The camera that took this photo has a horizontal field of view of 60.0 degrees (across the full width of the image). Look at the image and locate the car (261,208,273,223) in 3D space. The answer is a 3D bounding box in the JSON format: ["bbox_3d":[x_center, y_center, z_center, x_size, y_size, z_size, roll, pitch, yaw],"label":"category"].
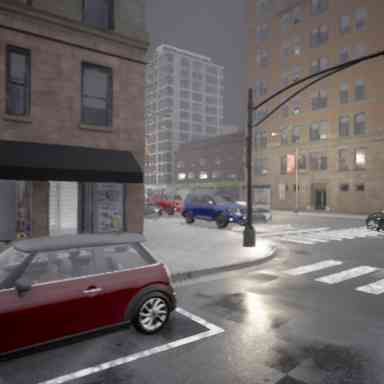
[{"bbox_3d":[3.660,1.433,24.255,2.128,1.511,4.902,1,0,-36],"label":"car"}]

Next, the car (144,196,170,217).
[{"bbox_3d":[-4.380,1.366,29.838,2.128,1.511,4.902,1,0,-36],"label":"car"}]

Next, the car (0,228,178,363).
[{"bbox_3d":[-2.330,1.441,5.095,4.097,1.590,1.967,0,0,-35],"label":"car"}]

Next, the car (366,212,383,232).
[{"bbox_3d":[11.409,1.360,17.506,2.097,1.767,4.553,0,0,-10],"label":"car"}]

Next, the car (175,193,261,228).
[{"bbox_3d":[1.526,1.136,21.664,2.150,2.045,5.566,1,0,-36],"label":"car"}]

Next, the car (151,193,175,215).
[{"bbox_3d":[-2.219,1.124,32.404,2.150,2.045,5.566,1,0,-36],"label":"car"}]
